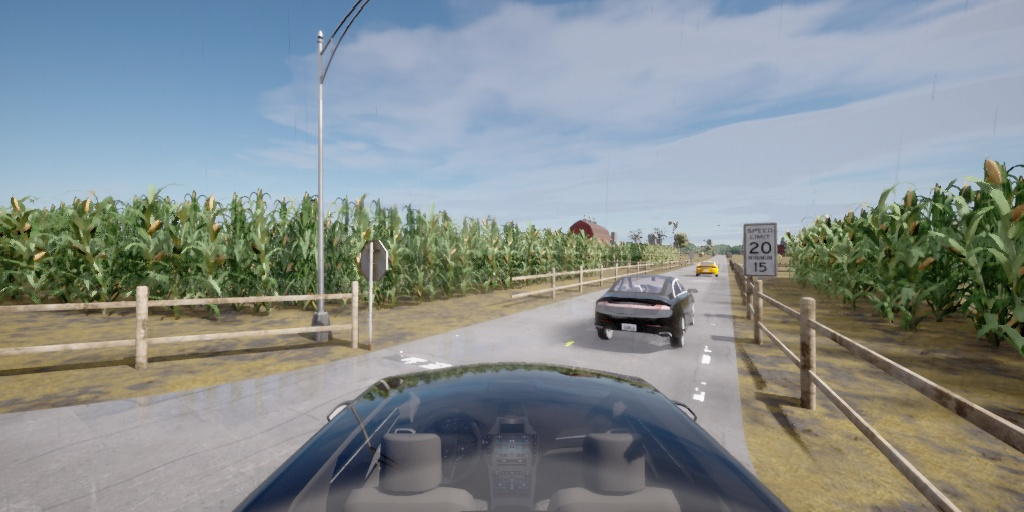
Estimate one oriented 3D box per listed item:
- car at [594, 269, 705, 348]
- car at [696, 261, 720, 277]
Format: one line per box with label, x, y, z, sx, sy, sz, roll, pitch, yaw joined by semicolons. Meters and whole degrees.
car;3.638;1.244;9.410;2.128;1.511;4.902;0;0;31
car;19.732;1.244;36.181;1.882;1.535;5.008;0;0;31
